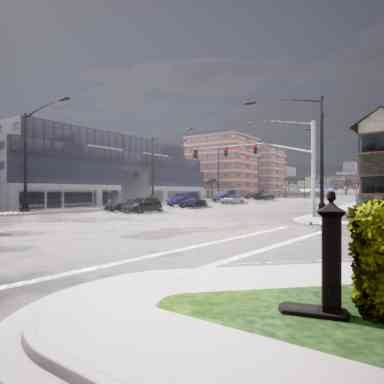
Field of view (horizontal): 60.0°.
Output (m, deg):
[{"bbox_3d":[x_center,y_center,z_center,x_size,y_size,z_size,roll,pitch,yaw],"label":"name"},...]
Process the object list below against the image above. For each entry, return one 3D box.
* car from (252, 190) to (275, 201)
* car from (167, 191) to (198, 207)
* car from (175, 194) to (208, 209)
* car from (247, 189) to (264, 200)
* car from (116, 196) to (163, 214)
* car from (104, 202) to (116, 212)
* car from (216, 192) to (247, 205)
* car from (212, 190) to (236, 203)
[{"bbox_3d":[13.293,0.849,60.319,1.895,1.301,4.718,0,1,35],"label":"car"},{"bbox_3d":[-1.134,0.963,45.888,2.150,2.045,5.566,0,2,35],"label":"car"},{"bbox_3d":[0.202,1.365,41.699,1.994,1.385,4.181,0,1,35],"label":"car"},{"bbox_3d":[12.484,0.426,65.208,2.150,2.045,5.566,0,0,36],"label":"car"},{"bbox_3d":[-5.073,1.277,34.158,2.097,1.767,4.553,0,0,35],"label":"car"},{"bbox_3d":[-7.251,1.471,37.173,2.033,1.411,5.357,0,0,35],"label":"car"},{"bbox_3d":[5.999,1.159,49.965,1.895,1.301,4.718,0,2,35],"label":"car"},{"bbox_3d":[5.483,0.659,55.322,2.150,2.045,5.566,0,2,35],"label":"car"}]
